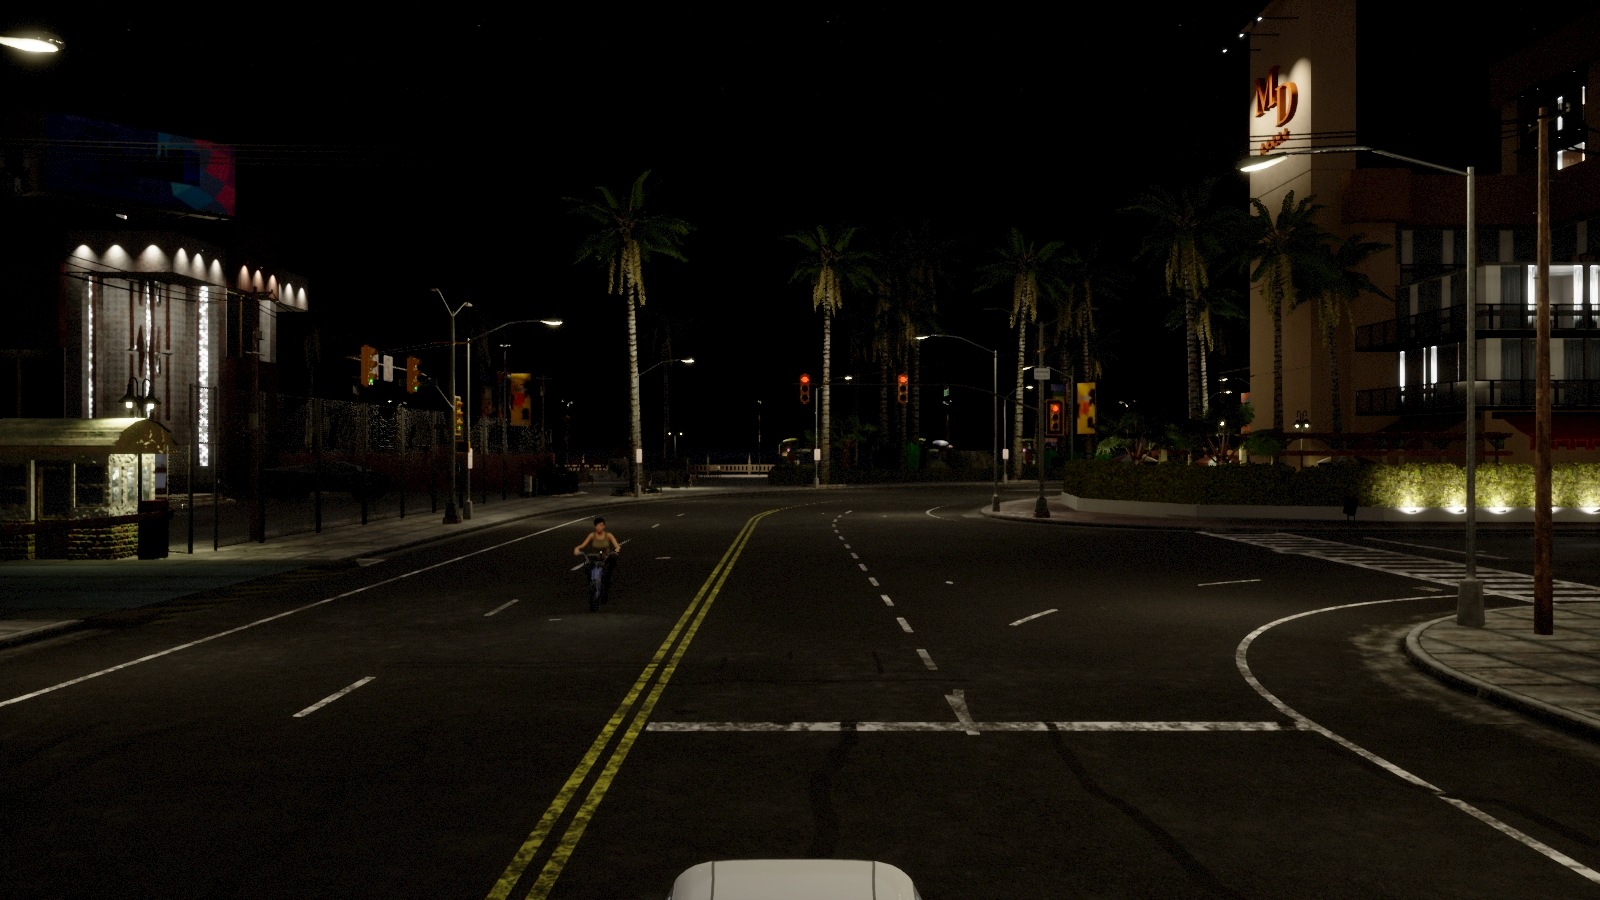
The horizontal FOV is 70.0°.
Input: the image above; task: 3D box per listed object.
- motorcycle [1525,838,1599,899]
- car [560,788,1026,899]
[{"bbox_3d":[3.471,2.213,3.817,0.803,1.145,2.033,0,0,0],"label":"motorcycle"},{"bbox_3d":[-0.022,2.120,3.707,1.481,1.376,2.207,0,0,0],"label":"car"}]
